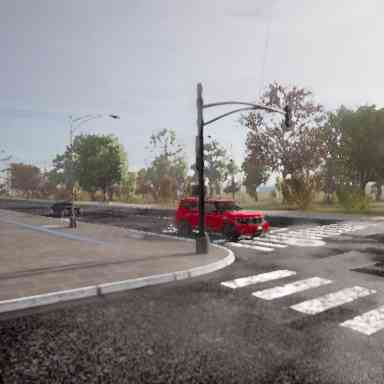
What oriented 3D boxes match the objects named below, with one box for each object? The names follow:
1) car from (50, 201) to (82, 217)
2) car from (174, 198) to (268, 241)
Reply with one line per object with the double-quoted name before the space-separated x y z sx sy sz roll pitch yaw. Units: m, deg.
"car" -12.818 1.700 33.760 1.837 1.490 4.892 -2 1 -41
"car" 1.365 1.356 17.899 2.150 2.045 5.566 -2 1 -42
